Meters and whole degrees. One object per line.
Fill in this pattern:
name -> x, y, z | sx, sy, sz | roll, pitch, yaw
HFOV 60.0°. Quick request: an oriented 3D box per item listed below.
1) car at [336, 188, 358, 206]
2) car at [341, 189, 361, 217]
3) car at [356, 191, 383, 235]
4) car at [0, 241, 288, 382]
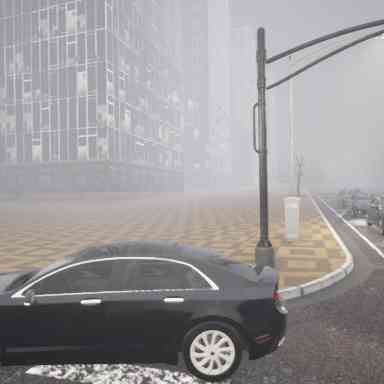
car -> 12.855, 0.454, 26.870 | 2.128, 1.511, 4.902 | -1, 2, 18
car -> 10.895, 0.760, 20.794 | 1.994, 1.385, 4.181 | -1, 2, 17
car -> 8.882, 0.928, 14.489 | 2.128, 1.511, 4.902 | -1, 2, 18
car -> -1.153, 1.505, 4.795 | 4.892, 1.490, 1.837 | 0, 0, 0
